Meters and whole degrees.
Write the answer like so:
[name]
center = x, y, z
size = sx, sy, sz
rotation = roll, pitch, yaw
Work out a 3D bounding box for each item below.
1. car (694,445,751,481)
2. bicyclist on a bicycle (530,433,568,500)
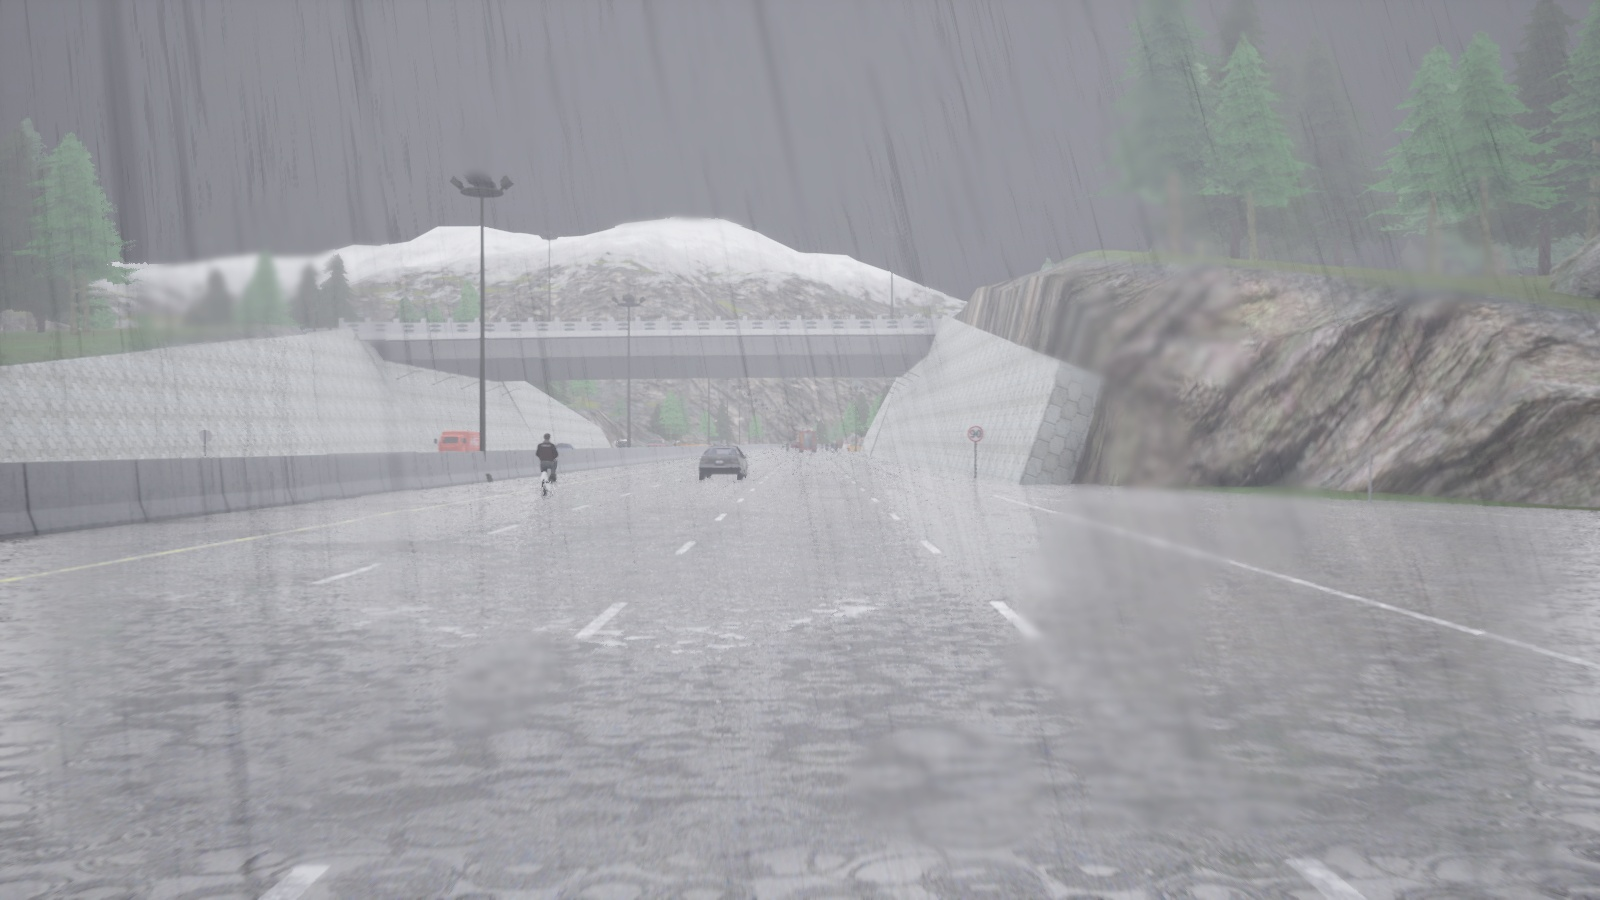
[car]
center = -3.185, 0.494, 52.672
size = 2.033, 1.411, 5.357
rotation = 0, 0, 0
[bicyclist on a bicycle]
center = -6.791, 0.420, 34.057
size = 0.659, 1.776, 1.843
rotation = 0, 0, 0
